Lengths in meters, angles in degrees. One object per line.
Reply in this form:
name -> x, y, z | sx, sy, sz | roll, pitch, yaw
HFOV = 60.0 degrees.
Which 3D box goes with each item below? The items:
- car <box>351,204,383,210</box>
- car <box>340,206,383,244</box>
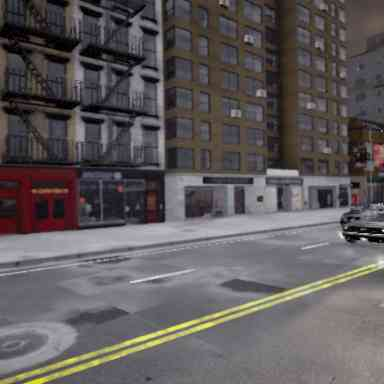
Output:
car -> 10.675, 1.405, 19.941 | 4.181, 1.385, 1.994 | -1, 0, -37
car -> 8.345, 1.474, 14.102 | 4.718, 1.301, 1.895 | -1, 0, -37
